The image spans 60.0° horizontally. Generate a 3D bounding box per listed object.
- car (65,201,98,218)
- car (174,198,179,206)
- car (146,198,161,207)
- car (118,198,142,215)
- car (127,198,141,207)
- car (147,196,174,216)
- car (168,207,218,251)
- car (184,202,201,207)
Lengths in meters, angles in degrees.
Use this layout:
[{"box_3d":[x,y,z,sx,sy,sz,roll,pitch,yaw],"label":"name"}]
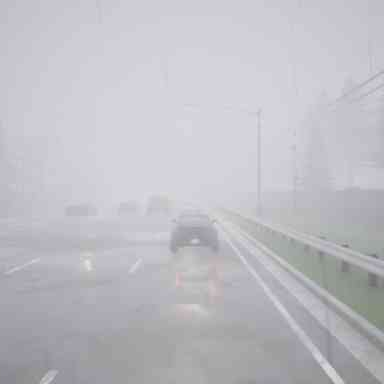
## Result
[{"box_3d":[-10.407,1.641,31.704,1.882,1.535,5.008,0,0,0],"label":"car"},{"box_3d":[-3.414,1.837,60.202,1.812,1.442,4.674,0,0,0],"label":"car"},{"box_3d":[-6.913,1.802,59.988,2.128,1.511,4.902,0,0,0],"label":"car"},{"box_3d":[-6.908,1.683,36.889,2.128,1.511,4.902,0,0,0],"label":"car"},{"box_3d":[-10.417,1.835,59.933,1.812,1.442,4.674,0,0,0],"label":"car"},{"box_3d":[-3.408,1.406,35.341,2.150,2.045,5.566,0,0,0],"label":"car"},{"box_3d":[0.099,1.600,14.262,1.812,1.442,4.674,0,0,0],"label":"car"},{"box_3d":[0.092,1.792,36.719,1.895,1.301,4.718,0,0,0],"label":"car"}]
